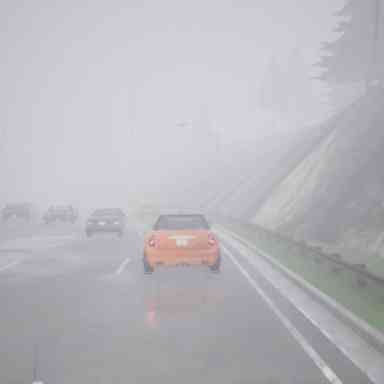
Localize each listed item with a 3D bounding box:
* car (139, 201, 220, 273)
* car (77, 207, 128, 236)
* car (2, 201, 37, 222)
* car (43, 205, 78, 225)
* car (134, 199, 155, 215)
[{"bbox_3d":[-0.380,1.336,10.836,2.097,1.767,4.553,0,0,-3],"label":"car"},{"bbox_3d":[-4.594,1.536,18.242,2.033,1.411,5.357,0,0,-9],"label":"car"},{"bbox_3d":[-13.801,1.517,26.776,1.837,1.490,4.892,0,0,-17],"label":"car"},{"bbox_3d":[-9.367,1.599,24.119,1.895,1.301,4.718,0,0,-14],"label":"car"},{"bbox_3d":[-4.210,1.445,31.058,1.882,1.535,5.008,0,0,-18],"label":"car"}]
